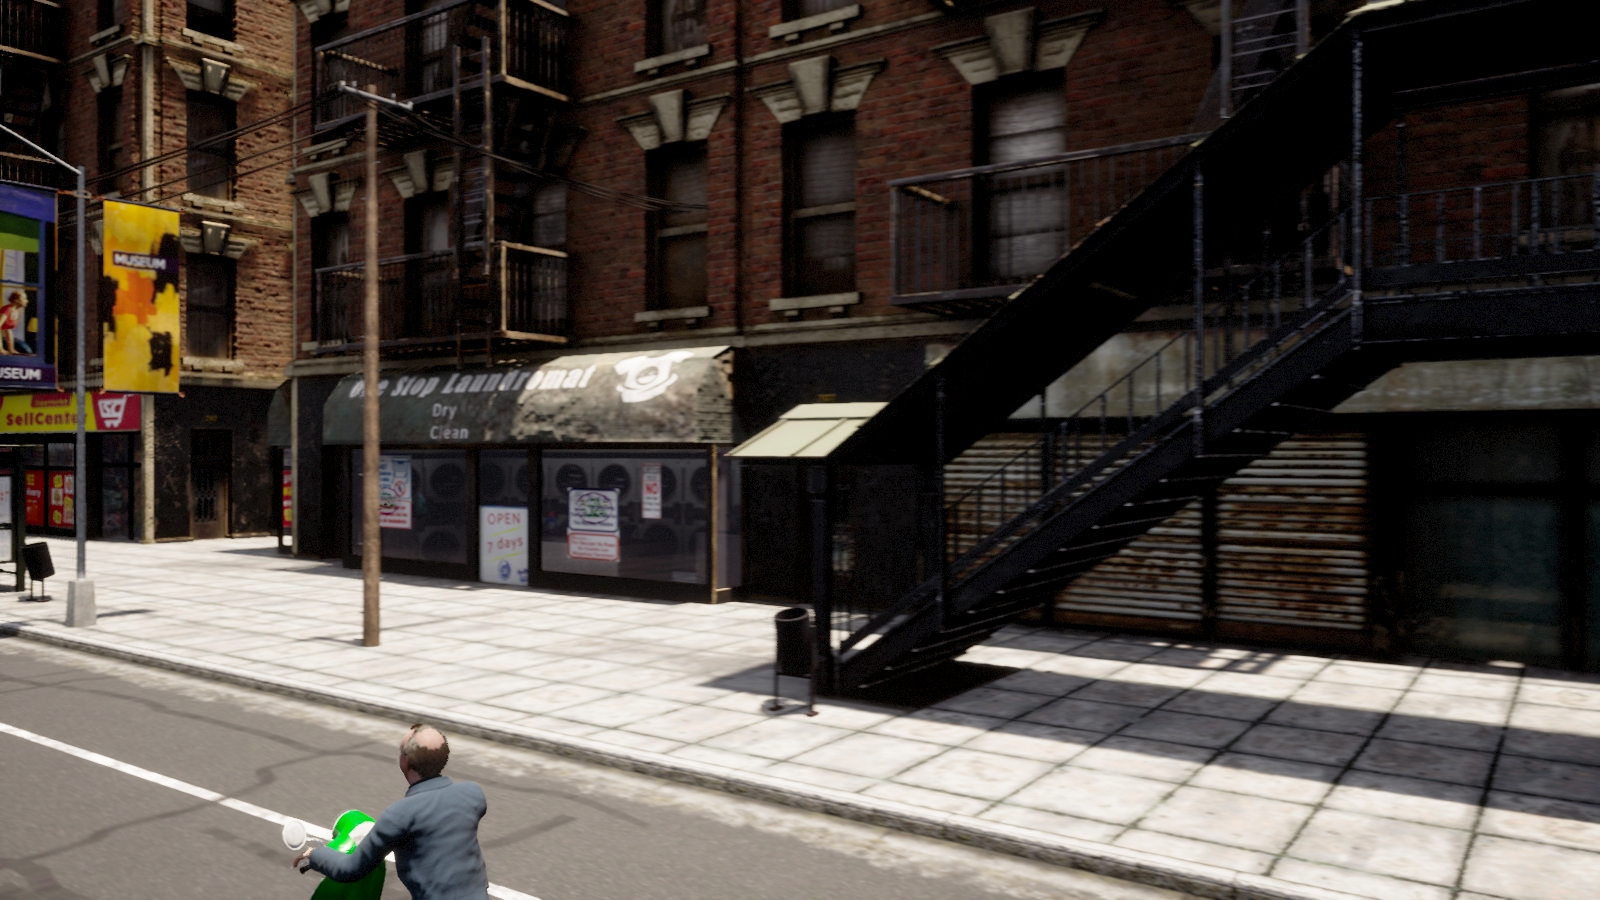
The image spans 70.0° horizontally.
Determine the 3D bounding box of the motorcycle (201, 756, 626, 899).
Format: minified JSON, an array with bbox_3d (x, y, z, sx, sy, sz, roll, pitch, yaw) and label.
[{"bbox_3d":[-1.715,2.182,4.981,1.805,1.236,0.856,0,0,35],"label":"motorcycle"}]
